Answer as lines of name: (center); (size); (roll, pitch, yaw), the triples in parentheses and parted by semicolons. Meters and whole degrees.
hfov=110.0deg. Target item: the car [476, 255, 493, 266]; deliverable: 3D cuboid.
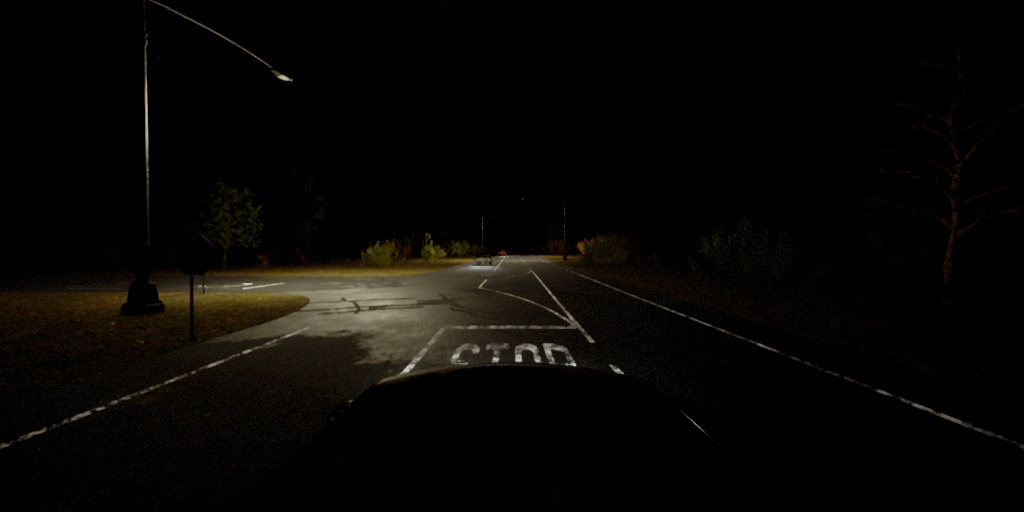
car: (-3.415, 0.519, 44.574); (1.895, 1.301, 4.718); (0, 1, 0)
